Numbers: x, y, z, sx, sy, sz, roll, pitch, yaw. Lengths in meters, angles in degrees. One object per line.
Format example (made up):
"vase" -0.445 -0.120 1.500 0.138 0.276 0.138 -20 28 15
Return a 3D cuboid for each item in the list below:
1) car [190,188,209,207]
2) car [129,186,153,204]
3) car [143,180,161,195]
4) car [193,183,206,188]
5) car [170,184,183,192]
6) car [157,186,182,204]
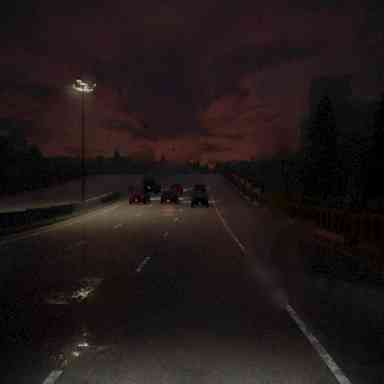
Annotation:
"car" 0.838 0.742 36.330 1.812 1.442 4.674 0 5 1
"car" -6.095 0.533 38.994 1.812 1.442 4.674 0 5 1
"car" -5.900 -0.801 48.797 2.150 2.045 5.566 0 7 1
"car" 1.097 -0.525 48.624 2.128 1.511 4.902 0 7 1
"car" -2.381 -0.559 49.610 1.994 1.385 4.181 0 7 1
"car" -2.592 0.479 39.298 1.837 1.490 4.892 0 5 1
